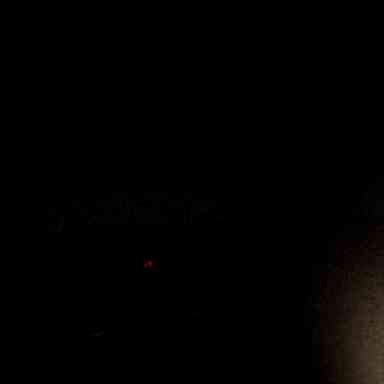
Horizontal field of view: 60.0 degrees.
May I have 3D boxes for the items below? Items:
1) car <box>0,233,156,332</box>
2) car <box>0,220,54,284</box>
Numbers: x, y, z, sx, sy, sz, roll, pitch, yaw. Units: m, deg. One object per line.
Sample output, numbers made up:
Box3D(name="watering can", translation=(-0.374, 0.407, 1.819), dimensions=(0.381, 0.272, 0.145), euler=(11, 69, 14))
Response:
Box3D(name="car", translation=(-2.777, 1.511, 5.974), dimensions=(4.181, 1.385, 1.994), euler=(0, 1, -31))
Box3D(name="car", translation=(-6.053, 1.532, 8.060), dimensions=(4.718, 1.301, 1.895), euler=(0, 1, -34))
